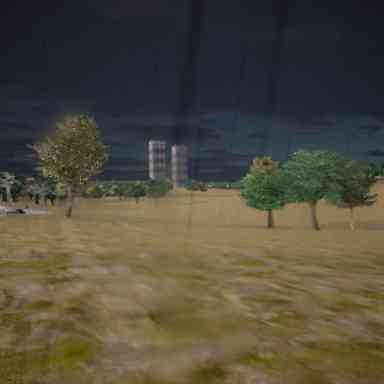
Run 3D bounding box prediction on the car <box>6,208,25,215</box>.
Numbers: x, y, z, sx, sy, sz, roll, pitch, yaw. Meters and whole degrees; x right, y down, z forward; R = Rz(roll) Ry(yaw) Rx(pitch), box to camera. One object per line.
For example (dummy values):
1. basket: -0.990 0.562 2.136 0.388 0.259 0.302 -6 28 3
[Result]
1. car: -35.414 3.855 66.798 1.994 1.385 4.181 -1 -3 -1
